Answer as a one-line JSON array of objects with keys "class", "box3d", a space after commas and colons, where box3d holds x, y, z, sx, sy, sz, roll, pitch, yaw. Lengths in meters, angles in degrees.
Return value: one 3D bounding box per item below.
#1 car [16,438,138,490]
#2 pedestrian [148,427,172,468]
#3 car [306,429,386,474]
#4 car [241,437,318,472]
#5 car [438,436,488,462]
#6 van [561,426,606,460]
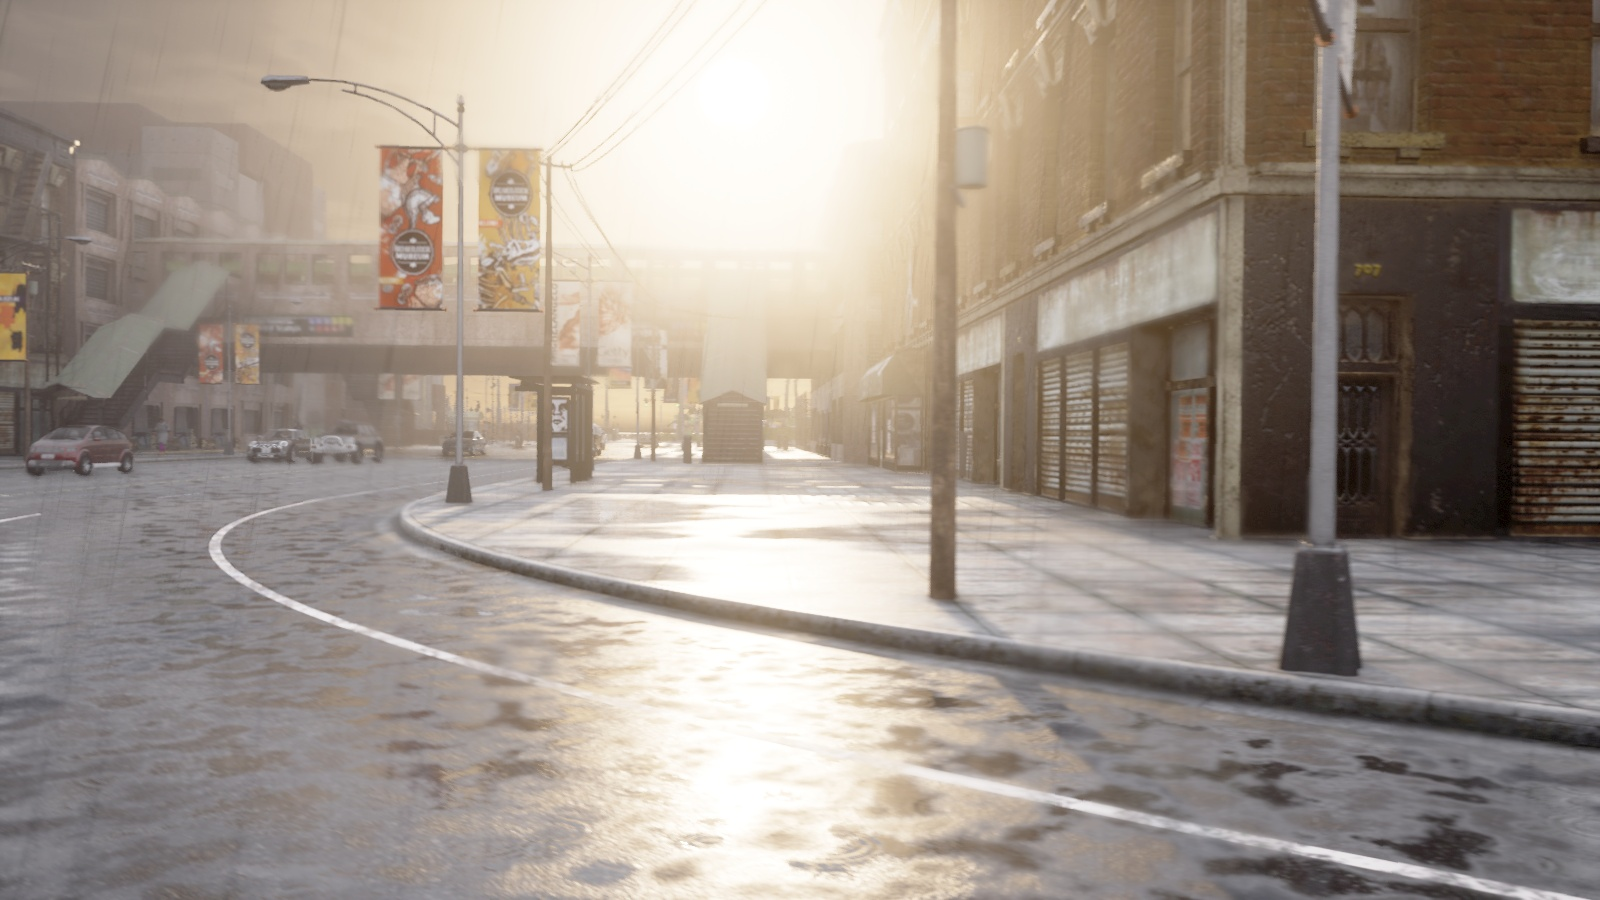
[{"class": "car", "box3d": [-22.679, 0.397, 39.544, 1.789, 1.549, 3.705, -1, 1, -2]}, {"class": "pedestrian", "box3d": [-30.784, -0.123, 60.415, 0.659, 1.952, 0.873, -1, 1, -1]}, {"class": "car", "box3d": [-19.672, 0.017, 54.644, 1.932, 1.855, 4.605, -1, 1, -2]}, {"class": "car", "box3d": [-23.223, 0.176, 56.189, 1.970, 1.475, 3.806, -1, 1, -2]}, {"class": "car", "box3d": [-20.355, -0.062, 75.987, 1.837, 1.490, 4.892, -1, 1, -1]}, {"class": "van", "box3d": [-13.405, -0.427, 77.956, 2.069, 2.038, 4.480, -1, 1, -1]}]
